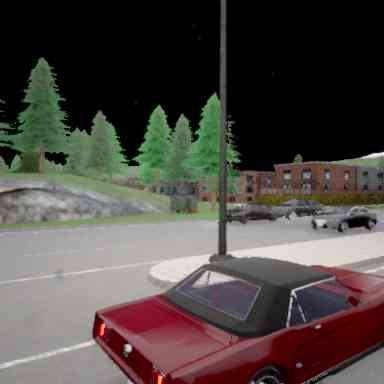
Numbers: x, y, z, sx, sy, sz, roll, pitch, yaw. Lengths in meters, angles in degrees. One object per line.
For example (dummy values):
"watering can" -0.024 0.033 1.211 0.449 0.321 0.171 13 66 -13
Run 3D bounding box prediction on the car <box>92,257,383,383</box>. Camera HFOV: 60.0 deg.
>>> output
"car" 1.242 1.609 4.558 4.718 1.301 1.895 0 0 -35

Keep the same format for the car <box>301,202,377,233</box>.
"car" 9.149 1.557 19.941 4.902 1.511 2.128 0 0 -35

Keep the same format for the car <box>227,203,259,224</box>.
"car" 4.597 1.586 25.312 5.357 1.411 2.033 0 0 -35

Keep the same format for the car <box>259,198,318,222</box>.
"car" 7.156 1.159 22.817 4.892 1.490 1.837 0 0 -35
